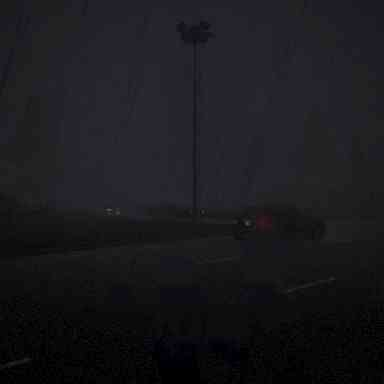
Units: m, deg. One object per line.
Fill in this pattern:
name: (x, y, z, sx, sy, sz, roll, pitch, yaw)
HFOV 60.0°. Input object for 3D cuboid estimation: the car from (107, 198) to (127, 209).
car: (-10.222, 1.565, 45.677, 1.994, 1.385, 4.181, 0, 0, 1)

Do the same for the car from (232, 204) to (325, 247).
car: (4.063, 1.350, 15.246, 4.553, 1.767, 2.097, 0, 0, -35)

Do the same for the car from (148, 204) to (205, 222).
car: (-1.271, 1.599, 26.681, 4.718, 1.301, 1.895, 0, 0, 39)
